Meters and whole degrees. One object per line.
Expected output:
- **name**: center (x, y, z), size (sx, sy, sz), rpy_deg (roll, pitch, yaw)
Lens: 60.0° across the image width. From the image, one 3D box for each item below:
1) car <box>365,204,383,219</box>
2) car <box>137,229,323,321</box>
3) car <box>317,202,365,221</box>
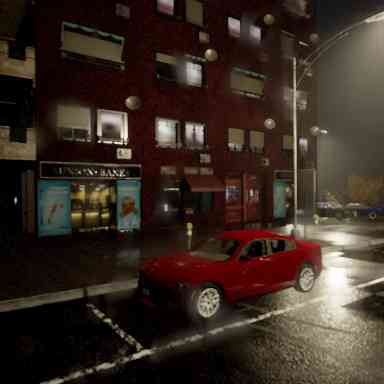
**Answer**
- **car**: center (15.642, 1.749, 30.813), size (1.895, 1.301, 4.718), rpy_deg (-1, 0, -35)
- **car**: center (0.999, 1.549, 7.269), size (4.507, 1.381, 1.887), rpy_deg (0, -1, -35)
- **car**: center (12.342, 1.684, 29.880), size (2.128, 1.511, 4.902), rpy_deg (-1, 0, -33)
